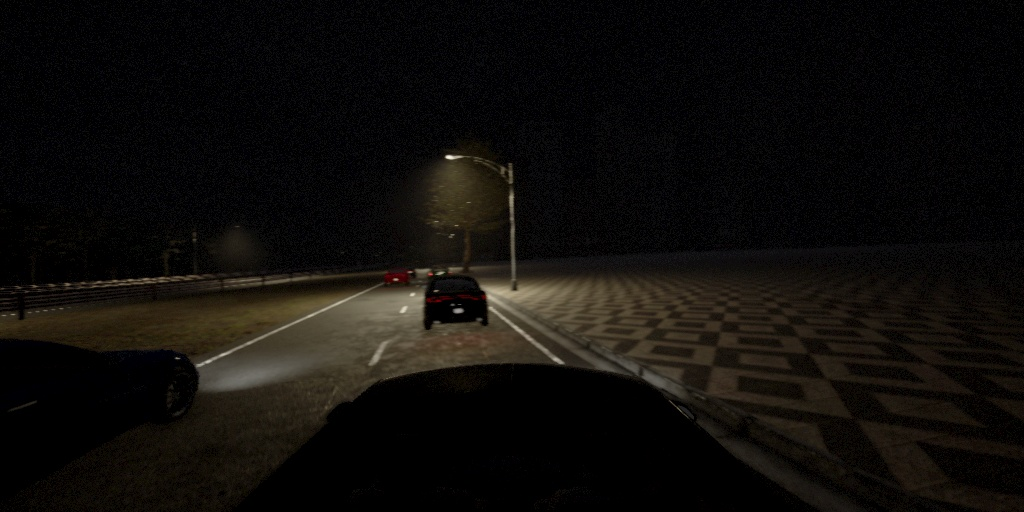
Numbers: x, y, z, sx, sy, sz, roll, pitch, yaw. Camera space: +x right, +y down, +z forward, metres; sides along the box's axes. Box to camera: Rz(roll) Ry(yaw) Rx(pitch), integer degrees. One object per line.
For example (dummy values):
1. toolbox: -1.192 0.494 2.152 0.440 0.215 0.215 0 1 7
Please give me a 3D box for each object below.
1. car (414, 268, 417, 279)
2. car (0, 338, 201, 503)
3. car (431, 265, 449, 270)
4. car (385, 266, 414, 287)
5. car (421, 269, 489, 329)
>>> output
1. car: -12.753 1.967 44.010 1.882 1.535 5.008 -2 0 -12
2. car: -4.896 1.432 3.005 1.812 1.442 4.674 -2 -1 -13
3. car: -6.233 1.554 31.099 2.097 1.767 4.553 -2 -1 -13
4. car: -9.854 1.788 31.161 1.882 1.535 5.008 -2 -1 -12
5. car: -2.005 1.378 12.185 1.882 1.535 5.008 -2 -1 -13
